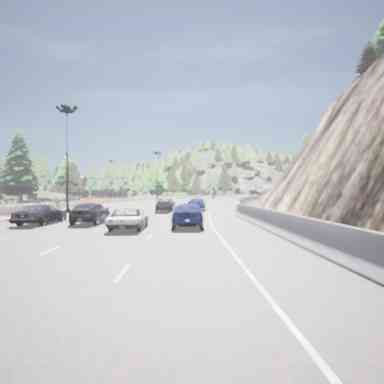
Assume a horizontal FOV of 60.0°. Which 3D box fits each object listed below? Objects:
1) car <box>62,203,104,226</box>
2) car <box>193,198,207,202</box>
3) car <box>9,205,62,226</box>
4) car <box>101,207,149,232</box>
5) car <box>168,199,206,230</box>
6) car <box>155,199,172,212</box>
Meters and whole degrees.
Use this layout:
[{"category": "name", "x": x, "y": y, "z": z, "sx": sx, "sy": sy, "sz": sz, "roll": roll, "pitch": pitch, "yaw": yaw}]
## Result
[{"category": "car", "x": -7.220, "y": 1.536, "z": 23.840, "sx": 1.837, "sy": 1.490, "sz": 4.892, "roll": 0, "pitch": 0, "yaw": 1}, {"category": "car", "x": 0.625, "y": 1.450, "z": 38.567, "sx": 1.882, "sy": 1.535, "sz": 5.008, "roll": 0, "pitch": 0, "yaw": 5}, {"category": "car", "x": -10.752, "y": 1.599, "z": 23.655, "sx": 2.033, "sy": 1.411, "sz": 5.357, "roll": 0, "pitch": 0, "yaw": 1}, {"category": "car", "x": -3.761, "y": 1.612, "z": 20.112, "sx": 1.895, "sy": 1.301, "sz": 4.718, "roll": 0, "pitch": 0, "yaw": 0}, {"category": "car", "x": -0.260, "y": 1.466, "z": 21.248, "sx": 1.882, "sy": 1.535, "sz": 5.008, "roll": 0, "pitch": 0, "yaw": 0}, {"category": "car", "x": -2.940, "y": 1.486, "z": 38.034, "sx": 2.128, "sy": 1.511, "sz": 4.902, "roll": 0, "pitch": 0, "yaw": 5}]
